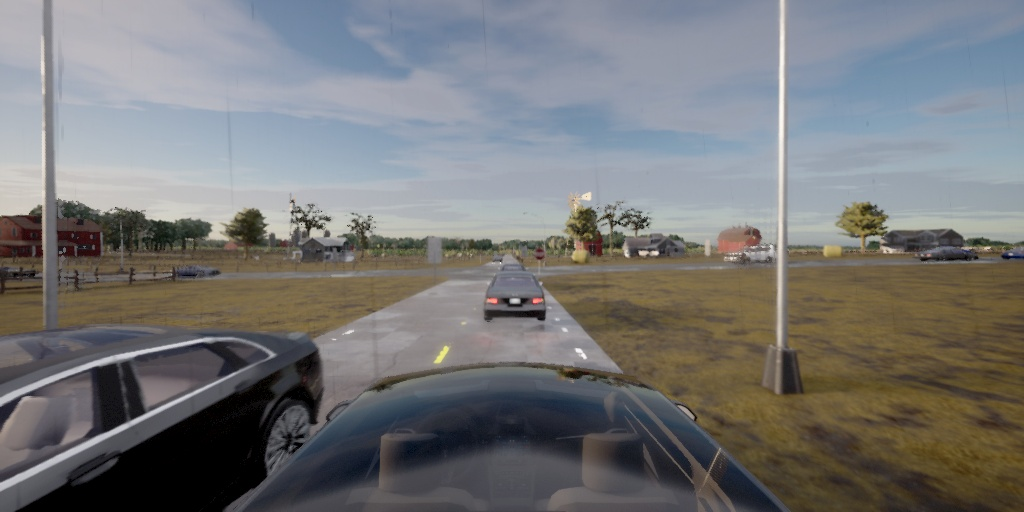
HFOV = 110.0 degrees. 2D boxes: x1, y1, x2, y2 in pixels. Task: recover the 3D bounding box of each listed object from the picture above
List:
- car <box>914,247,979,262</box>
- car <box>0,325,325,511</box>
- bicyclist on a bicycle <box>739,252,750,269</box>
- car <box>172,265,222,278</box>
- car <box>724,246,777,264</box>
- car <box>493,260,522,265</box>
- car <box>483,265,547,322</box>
[{"bbox_3d":[47.363,-0.104,39.194,5.357,1.411,2.033,-1,2,0],"label":"car"},{"bbox_3d":[-2.849,1.241,1.740,2.128,1.511,4.902,0,1,0],"label":"car"},{"bbox_3d":[22.843,0.453,35.218,0.582,1.620,1.656,-1,0,0],"label":"bicyclist on a bicycle"},{"bbox_3d":[-34.286,1.670,39.047,4.181,1.385,1.994,-1,2,0],"label":"car"},{"bbox_3d":[28.499,-0.111,42.808,5.566,2.045,2.150,-1,2,0],"label":"car"},{"bbox_3d":[0.062,1.140,21.007,1.994,1.385,4.181,0,0,1],"label":"car"},{"bbox_3d":[0.086,1.203,11.878,2.033,1.411,5.357,0,0,0],"label":"car"}]
